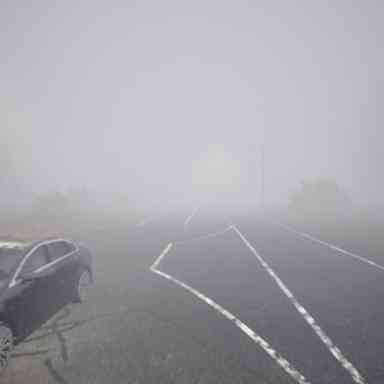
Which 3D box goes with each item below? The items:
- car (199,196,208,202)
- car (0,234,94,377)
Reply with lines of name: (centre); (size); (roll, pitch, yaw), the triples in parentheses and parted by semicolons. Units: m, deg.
car: (3.209, 1.989, 95.140); (2.097, 1.767, 4.553); (0, 0, 10)
car: (-3.168, 1.540, 5.519); (2.128, 1.511, 4.902); (0, 0, 3)
